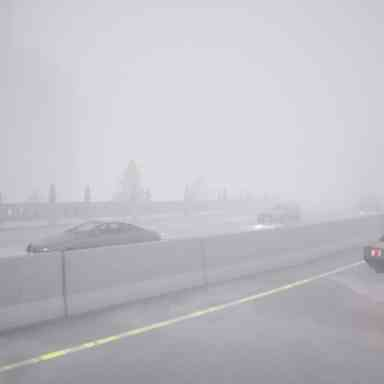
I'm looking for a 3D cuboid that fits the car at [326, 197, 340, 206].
[{"bbox_3d":[25.721,1.737,60.567,1.882,1.535,5.008,0,0,15],"label":"car"}]

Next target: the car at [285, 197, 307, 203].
[{"bbox_3d":[10.131,1.611,34.962,1.882,1.535,5.008,0,0,34],"label":"car"}]

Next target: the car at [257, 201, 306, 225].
[{"bbox_3d":[6.472,1.639,24.556,1.994,1.385,4.181,0,0,40],"label":"car"}]

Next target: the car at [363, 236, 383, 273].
[{"bbox_3d":[6.810,1.604,9.617,4.718,1.301,1.895,0,0,-42],"label":"car"}]

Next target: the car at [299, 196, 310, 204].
[{"bbox_3d":[24.540,1.720,73.442,2.097,1.767,4.553,-1,0,8],"label":"car"}]

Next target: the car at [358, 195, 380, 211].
[{"bbox_3d":[22.778,1.354,42.832,2.150,2.045,5.566,0,0,26],"label":"car"}]

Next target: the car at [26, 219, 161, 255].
[{"bbox_3d":[-3.018,1.605,10.744,4.181,1.385,1.994,0,0,-39],"label":"car"}]
